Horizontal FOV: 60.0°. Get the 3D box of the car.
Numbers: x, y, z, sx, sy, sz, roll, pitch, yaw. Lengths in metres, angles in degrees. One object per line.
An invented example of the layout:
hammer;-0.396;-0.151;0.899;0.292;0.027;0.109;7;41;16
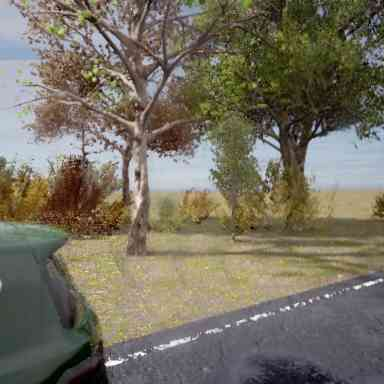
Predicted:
car;-3.055;1.235;1.158;5.566;2.045;2.150;0;0;-36
